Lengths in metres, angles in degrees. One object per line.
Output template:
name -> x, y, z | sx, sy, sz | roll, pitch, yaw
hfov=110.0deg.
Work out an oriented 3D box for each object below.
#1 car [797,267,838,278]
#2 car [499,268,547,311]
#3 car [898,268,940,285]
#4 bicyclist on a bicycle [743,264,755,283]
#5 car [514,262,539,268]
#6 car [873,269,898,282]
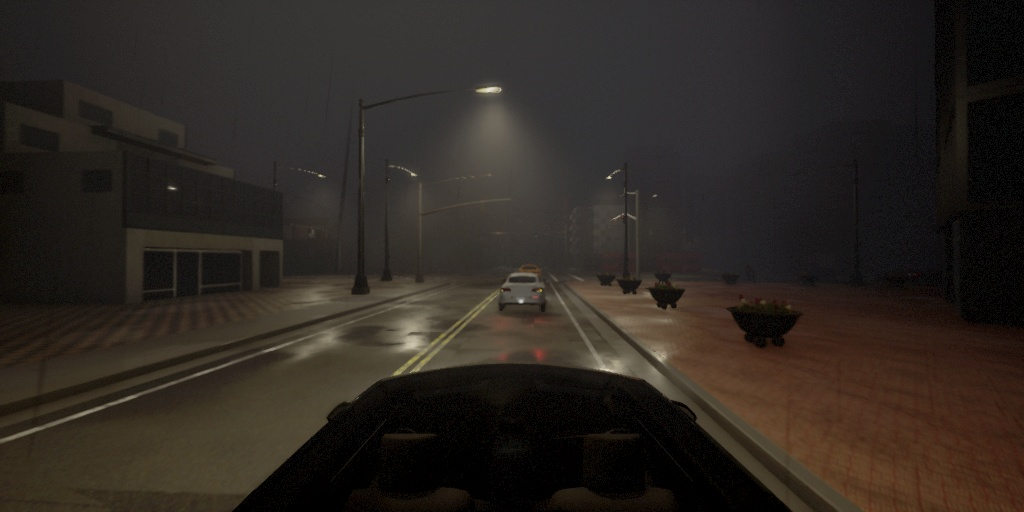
car -> 41.726, 2.195, 48.997 | 4.674, 1.442, 1.812 | 1, -1, 4
car -> 0.508, 1.406, 15.280 | 1.812, 1.442, 4.674 | 0, 0, 4
car -> 41.524, 2.035, 34.916 | 4.902, 1.511, 2.128 | 1, -1, 4
bicyclist on a bicycle -> 19.993, 1.493, 30.285 | 0.582, 1.620, 1.656 | 1, -1, 3
car -> 1.508, 1.515, 30.616 | 1.882, 1.535, 5.008 | 0, -1, 4
car -> 42.445, 2.063, 38.362 | 5.008, 1.535, 1.882 | 1, -1, 4
